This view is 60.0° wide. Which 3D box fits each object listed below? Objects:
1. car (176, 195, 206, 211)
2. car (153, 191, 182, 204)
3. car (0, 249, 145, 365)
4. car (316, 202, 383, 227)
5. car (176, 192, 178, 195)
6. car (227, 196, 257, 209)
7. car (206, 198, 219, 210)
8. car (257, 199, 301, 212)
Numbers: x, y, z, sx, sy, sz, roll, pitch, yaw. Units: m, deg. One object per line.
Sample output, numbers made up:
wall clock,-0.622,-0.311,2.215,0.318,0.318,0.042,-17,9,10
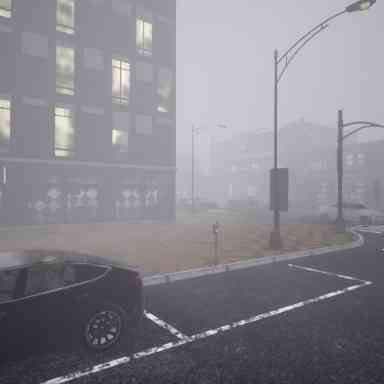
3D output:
car,-0.832,1.231,33.700,1.802,1.307,4.206,1,0,-36
car,-3.949,0.793,52.065,2.192,1.841,5.009,1,0,-36
car,-2.738,1.566,4.601,4.313,1.339,1.947,0,0,-36
car,10.527,1.392,22.064,1.812,1.442,4.674,0,1,-32
car,-0.665,1.101,47.601,2.008,1.369,4.403,1,0,-36
car,5.917,1.130,38.672,1.967,1.590,4.097,1,0,-36
car,1.007,1.221,35.561,1.994,1.385,4.181,0,0,-36
car,9.205,1.340,34.206,1.802,1.307,4.206,1,0,-36
